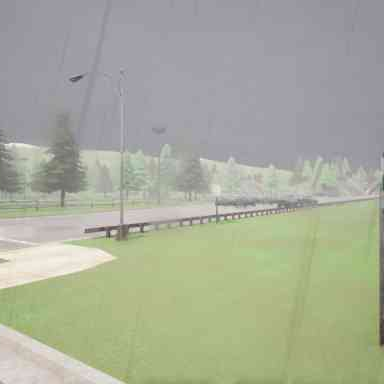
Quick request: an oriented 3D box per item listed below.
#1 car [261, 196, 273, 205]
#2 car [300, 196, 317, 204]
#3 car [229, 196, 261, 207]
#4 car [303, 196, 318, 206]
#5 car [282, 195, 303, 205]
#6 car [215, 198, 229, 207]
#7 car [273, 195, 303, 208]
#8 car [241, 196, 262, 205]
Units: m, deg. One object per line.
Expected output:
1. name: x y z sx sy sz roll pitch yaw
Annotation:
1. car: 13.896 1.491 58.935 2.128 1.511 4.902 0 0 35
2. car: 23.076 1.526 65.773 1.812 1.442 4.674 0 0 35
3. car: 8.063 1.491 50.505 2.128 1.511 4.902 0 0 35
4. car: 19.157 1.505 54.243 1.837 1.490 4.892 0 0 35
5. car: 17.579 1.352 57.921 2.097 1.767 4.553 0 0 35
6. car: 5.366 1.564 52.742 1.994 1.385 4.181 0 0 35
7. car: 13.294 1.505 45.782 1.837 1.490 4.892 0 0 35
8. car: 11.028 1.478 60.941 1.882 1.535 5.008 0 0 35
